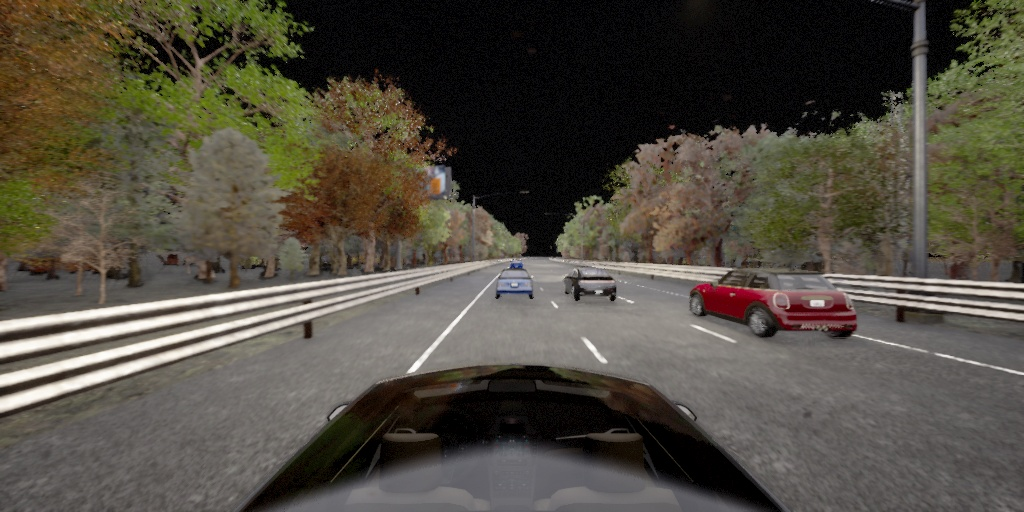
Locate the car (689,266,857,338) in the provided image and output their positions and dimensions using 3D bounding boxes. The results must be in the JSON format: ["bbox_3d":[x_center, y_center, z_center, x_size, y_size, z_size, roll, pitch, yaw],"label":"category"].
[{"bbox_3d":[7.114,1.134,10.466,2.097,1.767,4.553,0,0,0],"label":"car"}]

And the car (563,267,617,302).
[{"bbox_3d":[3.644,1.291,17.355,2.128,1.511,4.902,0,0,0],"label":"car"}]

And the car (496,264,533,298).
[{"bbox_3d":[0.137,1.347,18.715,2.033,1.411,5.357,0,0,1],"label":"car"}]

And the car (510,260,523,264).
[{"bbox_3d":[0.739,1.382,55.268,1.882,1.535,5.008,0,0,1],"label":"car"}]
